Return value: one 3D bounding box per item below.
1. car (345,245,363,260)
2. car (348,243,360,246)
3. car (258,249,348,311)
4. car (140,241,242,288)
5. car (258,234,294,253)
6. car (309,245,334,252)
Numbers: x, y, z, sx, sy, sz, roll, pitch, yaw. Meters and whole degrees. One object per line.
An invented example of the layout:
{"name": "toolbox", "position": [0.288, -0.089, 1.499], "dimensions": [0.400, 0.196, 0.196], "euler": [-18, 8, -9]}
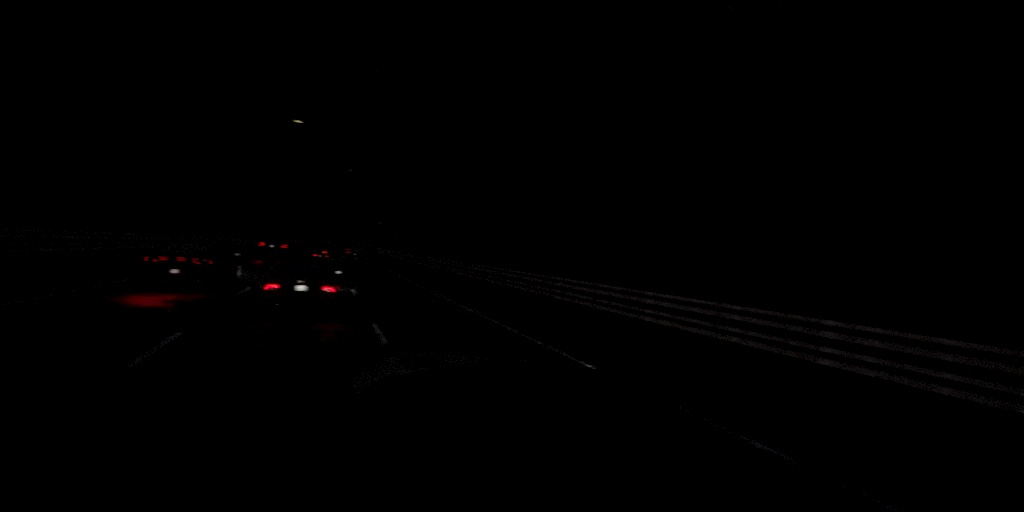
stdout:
{"name": "car", "position": [-20.220, -0.316, 45.969], "dimensions": [1.994, 1.385, 4.181], "euler": [6, 0, -26]}
{"name": "car", "position": [-25.531, -0.839, 57.174], "dimensions": [1.882, 1.535, 5.008], "euler": [6, 0, -25]}
{"name": "car", "position": [-6.341, 0.738, 11.006], "dimensions": [2.033, 1.411, 5.357], "euler": [6, 0, -28]}
{"name": "car", "position": [-11.348, 0.206, 13.066], "dimensions": [1.882, 1.535, 5.008], "euler": [6, 0, -28]}
{"name": "car", "position": [-21.060, -0.835, 32.105], "dimensions": [2.150, 2.045, 5.566], "euler": [6, 0, -26]}
{"name": "car", "position": [-18.771, -0.311, 35.306], "dimensions": [1.837, 1.490, 4.892], "euler": [5, 0, -26]}
